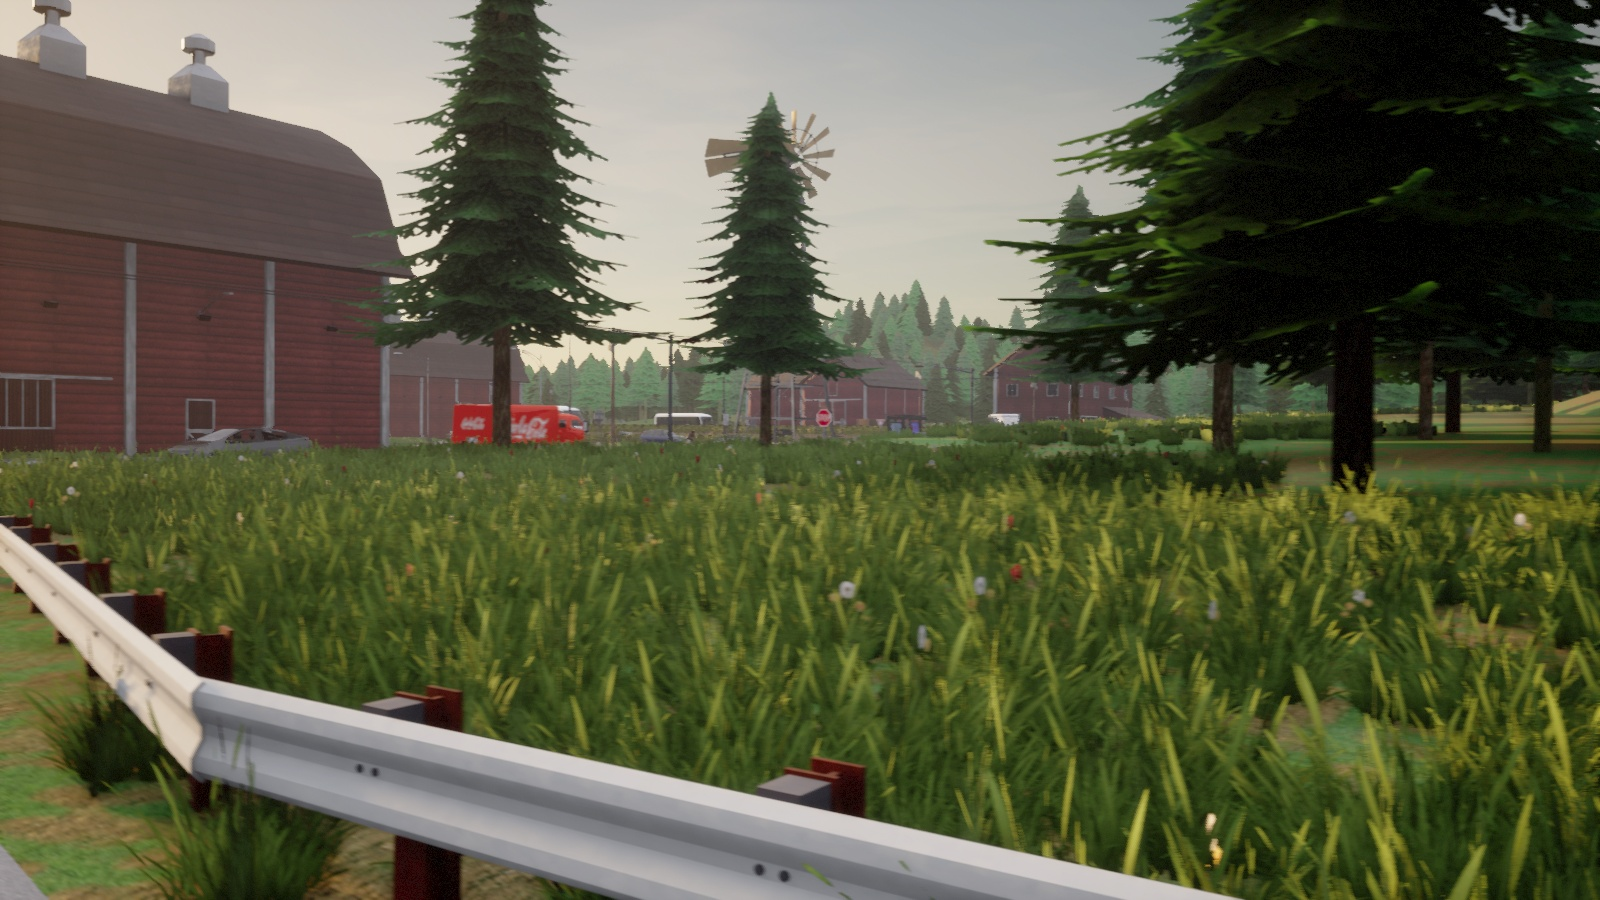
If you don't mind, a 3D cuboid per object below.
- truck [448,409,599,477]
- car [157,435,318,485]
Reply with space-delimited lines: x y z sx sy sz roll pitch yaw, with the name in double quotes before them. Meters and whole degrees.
"truck" -10.468 -0.292 47.935 2.627 2.467 5.204 0 1 33
"car" -18.670 0.300 41.878 2.007 1.525 4.514 0 1 33
